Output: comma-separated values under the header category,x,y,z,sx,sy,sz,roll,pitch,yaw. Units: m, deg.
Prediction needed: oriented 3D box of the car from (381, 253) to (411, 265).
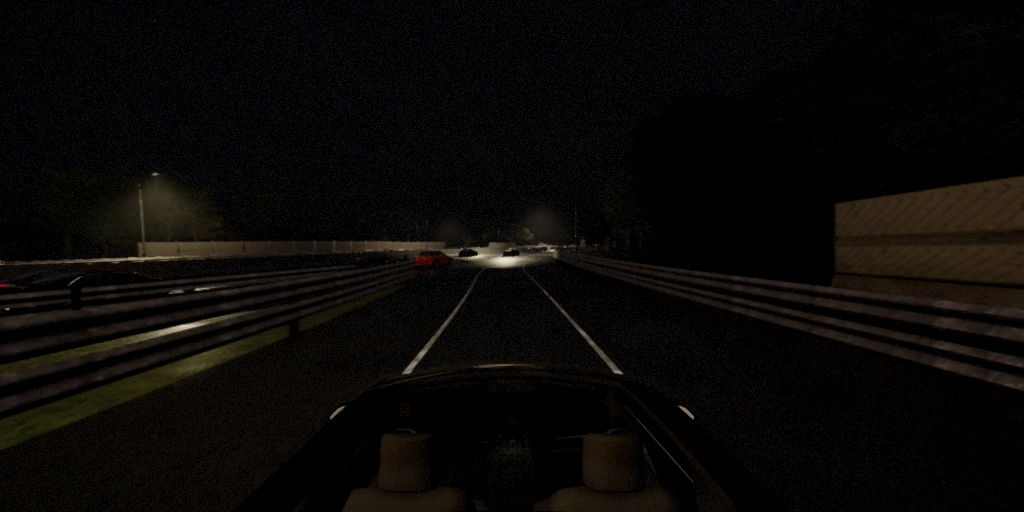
category,x,y,z,sx,sy,sz,roll,pitch,yaw
car,-11.082,0.495,37.335,1.895,1.301,4.718,0,2,17

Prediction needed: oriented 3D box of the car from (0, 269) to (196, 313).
category,x,y,z,sx,sy,sz,roll,pitch,yaw
car,-14.861,1.269,13.378,1.837,1.490,4.892,0,2,17

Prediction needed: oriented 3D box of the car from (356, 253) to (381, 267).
category,x,y,z,sx,sy,sz,roll,pitch,yaw
car,-14.434,0.387,38.347,2.128,1.511,4.902,0,2,17

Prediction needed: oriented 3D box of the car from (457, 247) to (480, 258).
category,x,y,z,sx,sy,sz,roll,pitch,yaw
car,-7.359,-0.488,61.121,1.882,1.535,5.008,0,2,17

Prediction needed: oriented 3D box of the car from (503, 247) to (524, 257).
category,x,y,z,sx,sy,sz,roll,pitch,yaw
car,-0.079,-0.547,60.955,2.128,1.511,4.902,0,2,17

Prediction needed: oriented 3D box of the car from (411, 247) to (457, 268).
category,x,y,z,sx,sy,sz,roll,pitch,yaw
car,-7.762,0.248,36.222,2.097,1.767,4.553,0,2,17
